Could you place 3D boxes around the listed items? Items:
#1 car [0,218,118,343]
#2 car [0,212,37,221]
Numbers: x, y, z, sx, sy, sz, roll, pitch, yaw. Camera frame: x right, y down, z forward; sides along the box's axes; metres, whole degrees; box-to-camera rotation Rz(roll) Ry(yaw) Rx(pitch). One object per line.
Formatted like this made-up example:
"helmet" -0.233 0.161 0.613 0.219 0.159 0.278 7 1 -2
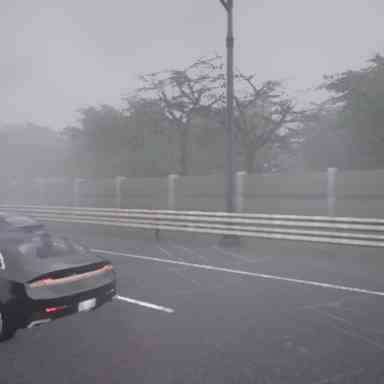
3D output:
"car" -3.569 1.504 6.465 4.902 1.511 2.128 0 0 35
"car" -7.731 1.566 13.673 4.674 1.442 1.812 0 0 35
